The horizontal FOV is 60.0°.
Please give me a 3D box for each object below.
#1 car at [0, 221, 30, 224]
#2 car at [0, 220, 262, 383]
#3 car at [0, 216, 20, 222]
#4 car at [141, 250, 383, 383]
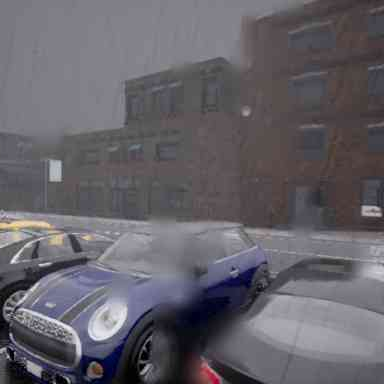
[{"bbox_3d":[-2.732,1.475,7.090,2.231,1.521,4.892,0,0,36],"label":"car"},{"bbox_3d":[-0.444,1.352,5.503,2.185,1.767,4.553,0,0,36],"label":"car"},{"bbox_3d":[-5.102,1.467,8.561,1.946,1.575,5.366,0,0,36],"label":"car"},{"bbox_3d":[1.801,1.520,3.859,2.002,1.452,4.674,0,0,36],"label":"car"}]
